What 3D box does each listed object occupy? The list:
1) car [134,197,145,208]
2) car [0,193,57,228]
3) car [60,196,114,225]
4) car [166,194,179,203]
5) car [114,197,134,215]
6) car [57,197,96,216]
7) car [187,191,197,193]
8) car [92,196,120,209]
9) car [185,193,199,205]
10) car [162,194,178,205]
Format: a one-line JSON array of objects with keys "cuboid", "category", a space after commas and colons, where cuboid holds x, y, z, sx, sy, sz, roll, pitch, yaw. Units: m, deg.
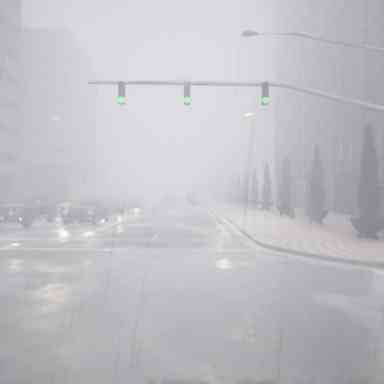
[{"cuboid": [-7.087, 1.273, 41.523, 1.994, 1.385, 4.181, 0, 0, 0], "category": "car"}, {"cuboid": [-10.598, 1.069, 21.308, 2.150, 2.045, 5.566, 0, 0, 0], "category": "car"}, {"cuboid": [-7.099, 1.202, 22.658, 2.097, 1.767, 4.553, 0, 0, 0], "category": "car"}, {"cuboid": [-3.506, 1.071, 60.586, 2.128, 1.511, 4.902, 0, 0, 0], "category": "car"}, {"cuboid": [-7.096, 1.308, 31.644, 1.812, 1.442, 4.674, 0, 0, -1], "category": "car"}, {"cuboid": [-10.599, 1.253, 31.011, 1.882, 1.535, 5.008, 0, 0, 0], "category": "car"}, {"cuboid": [-0.005, 0.811, 60.788, 2.150, 2.045, 5.566, 0, 0, 0], "category": "car"}, {"cuboid": [-10.586, 1.246, 41.345, 2.033, 1.411, 5.357, 0, 0, 0], "category": "car"}, {"cuboid": [-0.005, 1.212, 50.691, 2.033, 1.411, 5.357, 0, 0, 0], "category": "car"}, {"cuboid": [-3.505, 1.154, 51.259, 1.837, 1.490, 4.892, 0, 0, 0], "category": "car"}]
